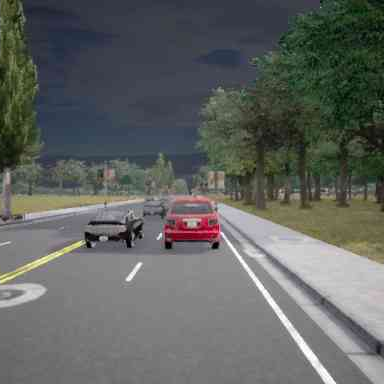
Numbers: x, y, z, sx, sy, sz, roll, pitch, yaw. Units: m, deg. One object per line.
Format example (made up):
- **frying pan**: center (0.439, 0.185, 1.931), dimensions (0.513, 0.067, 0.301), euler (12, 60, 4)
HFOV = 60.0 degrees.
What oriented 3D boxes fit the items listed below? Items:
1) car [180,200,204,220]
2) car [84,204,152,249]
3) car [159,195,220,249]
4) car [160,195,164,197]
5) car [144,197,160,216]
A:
- **car**: center (0.000, 1.498, 29.651), dimensions (1.882, 1.535, 5.008), euler (0, 0, 0)
- **car**: center (-3.250, 1.497, 14.650), dimensions (2.128, 1.511, 4.902), euler (0, 0, 0)
- **car**: center (0.000, 1.260, 14.680), dimensions (2.150, 2.045, 5.566), euler (0, 0, 0)
- **car**: center (-6.500, 1.449, 76.772), dimensions (2.097, 1.767, 4.553), euler (0, 0, 0)
- **car**: center (-3.250, 1.509, 29.651), dimensions (2.128, 1.511, 4.902), euler (0, 0, 0)
